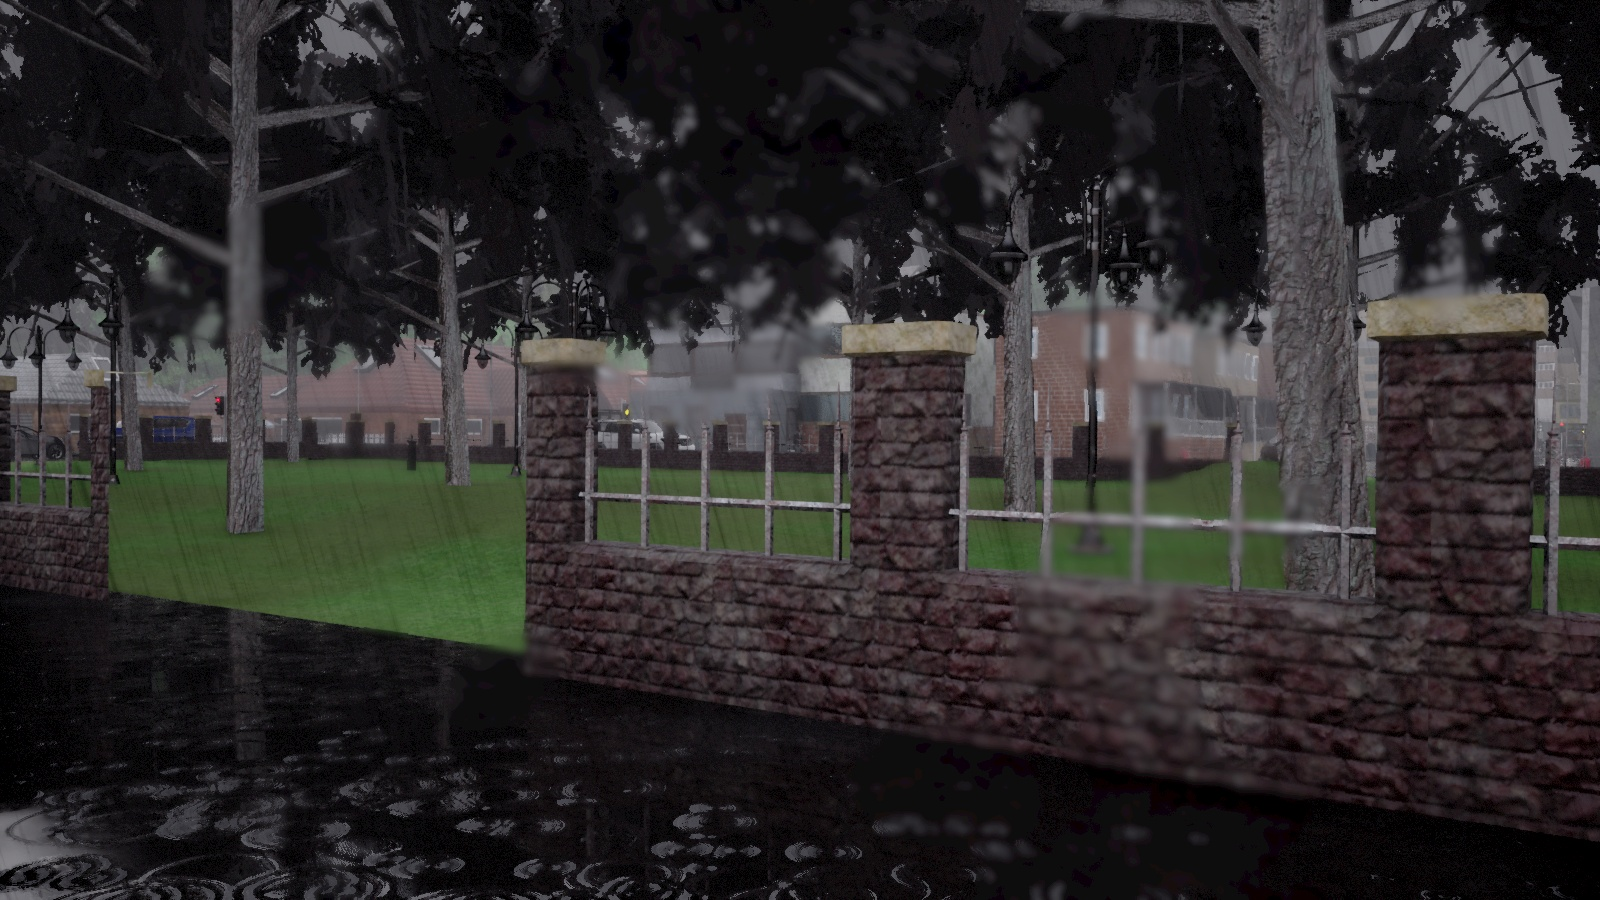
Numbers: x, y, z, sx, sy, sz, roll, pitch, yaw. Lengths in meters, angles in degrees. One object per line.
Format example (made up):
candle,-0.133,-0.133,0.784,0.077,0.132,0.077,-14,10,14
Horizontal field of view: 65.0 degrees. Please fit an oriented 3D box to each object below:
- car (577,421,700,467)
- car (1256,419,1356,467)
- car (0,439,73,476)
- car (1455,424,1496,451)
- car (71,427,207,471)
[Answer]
car,-7.590,-0.284,58.786,5.566,2.045,2.150,0,1,31
car,18.384,-0.283,45.885,2.152,1.651,5.027,-1,1,7
car,-33.263,0.317,53.399,1.845,1.501,3.633,0,1,32
car,40.686,-0.771,75.580,1.851,1.617,3.988,0,1,33
car,-32.497,-0.101,61.944,2.150,2.045,5.566,0,1,33
